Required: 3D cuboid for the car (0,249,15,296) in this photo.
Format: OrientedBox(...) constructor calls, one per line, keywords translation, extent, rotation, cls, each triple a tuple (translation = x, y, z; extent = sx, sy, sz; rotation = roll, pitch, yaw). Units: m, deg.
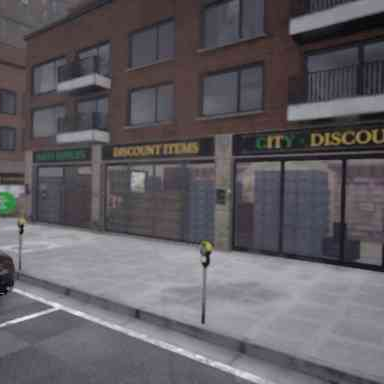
OrientedBox(translation=(-5.358, 1.412, 6.884), extent=(4.403, 1.369, 2.008), rotation=(1, 1, 35), cls="car")
